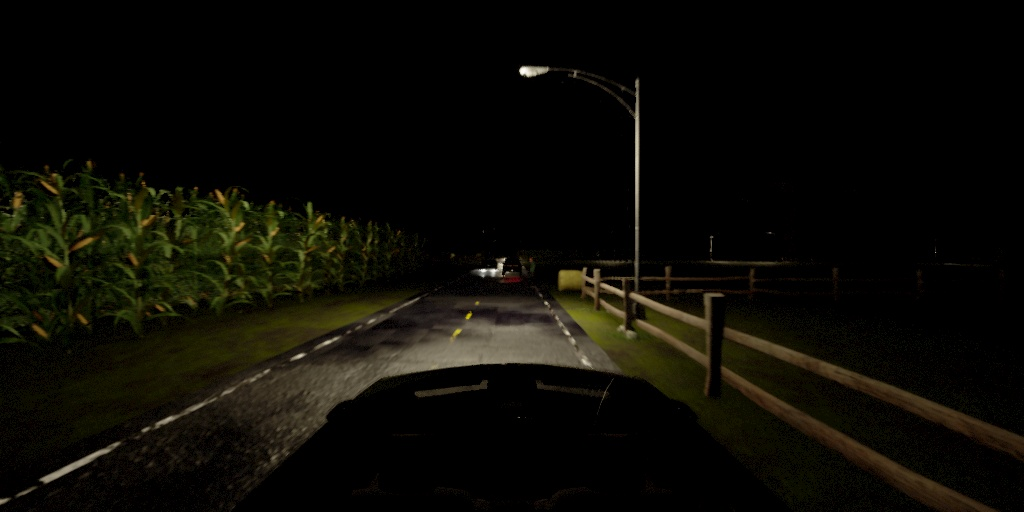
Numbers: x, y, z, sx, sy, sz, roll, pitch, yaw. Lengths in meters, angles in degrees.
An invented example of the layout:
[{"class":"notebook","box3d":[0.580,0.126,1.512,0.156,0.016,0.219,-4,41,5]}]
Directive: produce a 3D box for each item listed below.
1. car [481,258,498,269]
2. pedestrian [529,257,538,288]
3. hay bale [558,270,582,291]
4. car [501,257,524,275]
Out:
[{"class":"car","box3d":[-2.789,0.949,45.219,1.994,1.385,4.181,0,0,1]},{"class":"pedestrian","box3d":[1.150,0.881,20.192,0.375,1.860,0.375,0,1,-2]},{"class":"hay bale","box3d":[3.117,1.251,19.167,1.220,1.180,1.240,0,0,0]},{"class":"car","box3d":[0.036,0.981,33.839,1.837,1.490,4.892,0,1,0]}]
